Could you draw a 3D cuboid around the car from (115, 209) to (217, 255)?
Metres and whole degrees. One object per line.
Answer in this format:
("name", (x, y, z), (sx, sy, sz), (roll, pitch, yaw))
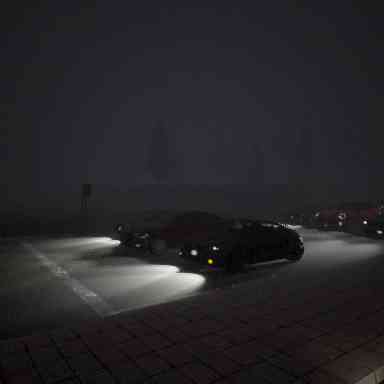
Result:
("car", (-0.398, 1.477, 13.519), (5.008, 1.535, 1.882), (0, 0, -35))

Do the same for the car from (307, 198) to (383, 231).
("car", (9.605, 1.351, 20.590), (4.553, 1.767, 2.097), (0, 0, -35))

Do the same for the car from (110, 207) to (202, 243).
("car", (-1.755, 1.563, 16.850), (4.181, 1.385, 1.994), (0, 0, -36))

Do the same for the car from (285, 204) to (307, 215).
("car", (8.550, 1.564, 24.115), (4.181, 1.385, 1.994), (0, 0, -35))

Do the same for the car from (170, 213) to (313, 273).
("car", (1.688, 1.565, 10.708), (4.181, 1.385, 1.994), (0, 0, -35))

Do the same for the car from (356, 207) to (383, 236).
("car", (10.759, 1.601, 17.128), (4.718, 1.301, 1.895), (0, 0, -35))
